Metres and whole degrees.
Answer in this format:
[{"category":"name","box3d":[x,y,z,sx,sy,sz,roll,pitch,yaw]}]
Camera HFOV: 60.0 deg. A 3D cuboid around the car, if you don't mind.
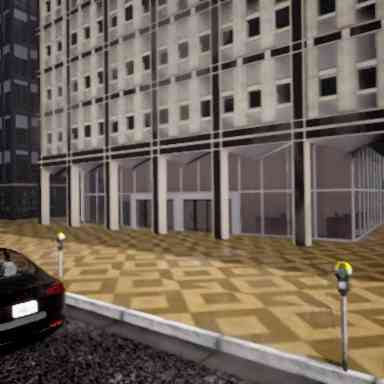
[{"category":"car","box3d":[-3.941,1.636,5.691,4.313,1.339,1.947,-1,-1,36]}]
